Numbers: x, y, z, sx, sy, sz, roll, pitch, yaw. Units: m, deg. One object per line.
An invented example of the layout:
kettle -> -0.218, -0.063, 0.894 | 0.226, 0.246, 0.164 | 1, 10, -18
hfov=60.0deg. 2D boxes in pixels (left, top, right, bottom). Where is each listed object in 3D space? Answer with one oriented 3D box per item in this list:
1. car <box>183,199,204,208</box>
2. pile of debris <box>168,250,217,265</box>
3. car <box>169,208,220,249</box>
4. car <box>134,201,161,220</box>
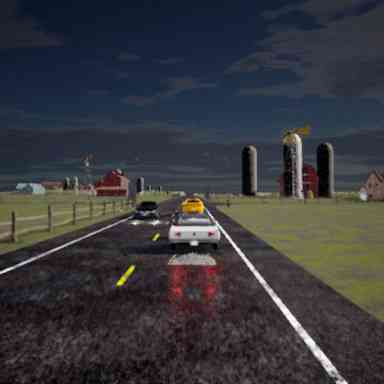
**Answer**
car -> 0.117, 1.400, 32.697 | 1.882, 1.535, 5.008 | 0, 0, 0
pile of debris -> 0.005, 2.146, 11.058 | 1.500, 0.140, 1.860 | 0, 0, 0
car -> 0.091, 1.564, 14.321 | 1.895, 1.301, 4.718 | 0, 0, 0
car -> -3.581, 1.457, 27.496 | 1.812, 1.442, 4.674 | 0, 0, 0
